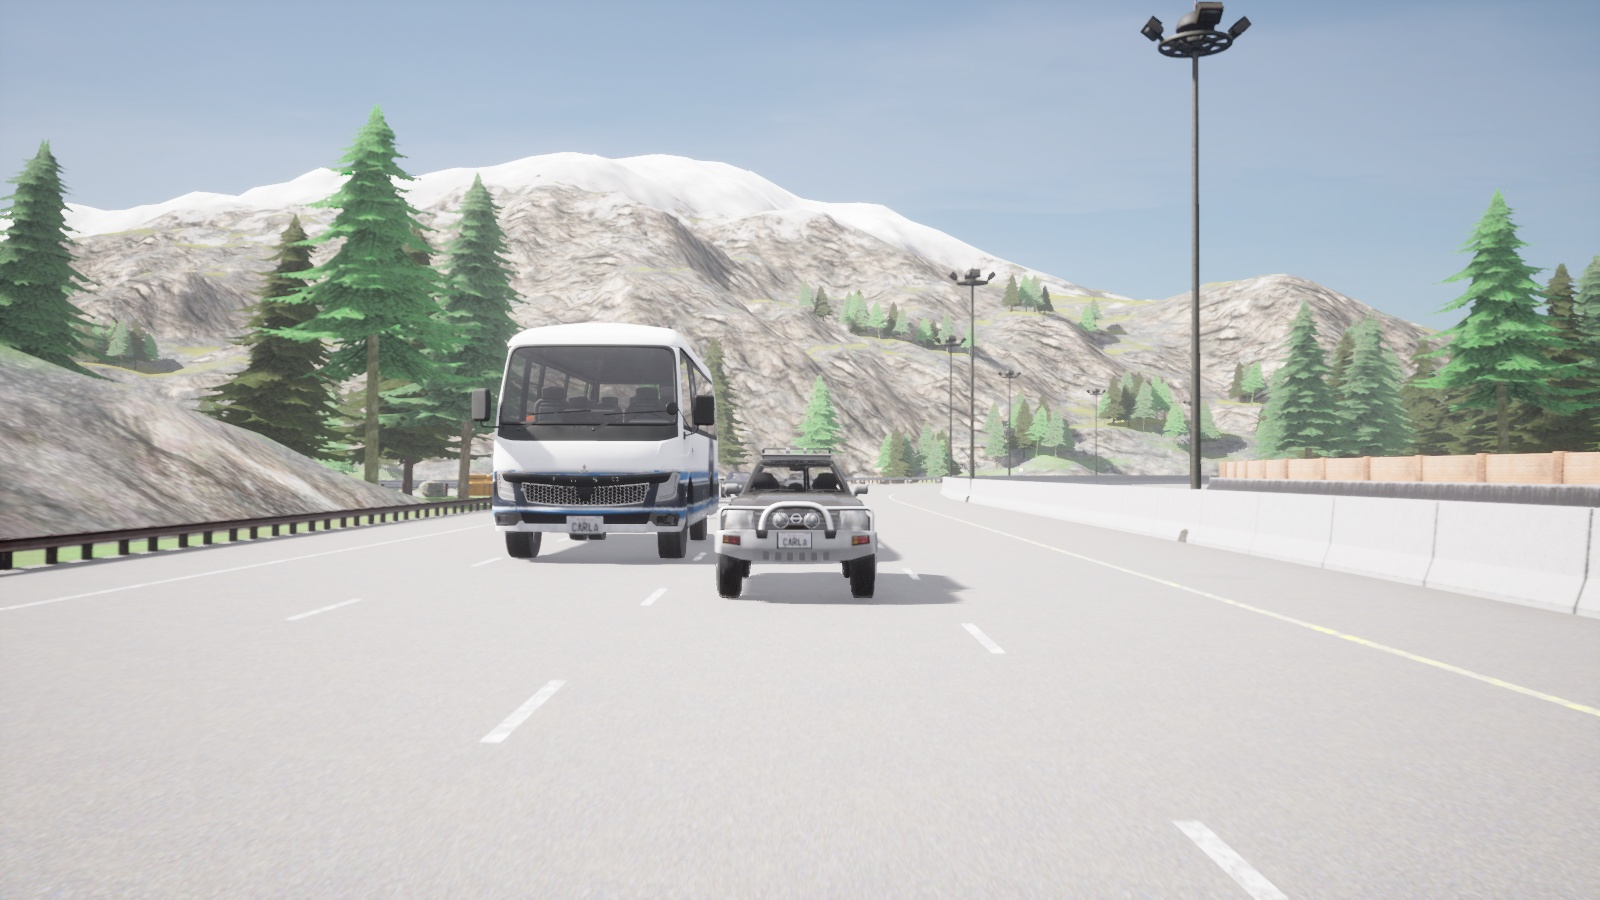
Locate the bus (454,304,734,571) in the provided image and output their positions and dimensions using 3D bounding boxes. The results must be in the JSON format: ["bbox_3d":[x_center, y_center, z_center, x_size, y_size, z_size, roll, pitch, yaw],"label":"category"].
[{"bbox_3d":[-3.567,-0.126,25.208,3.944,4.253,10.273,0,-1,0],"label":"bus"}]

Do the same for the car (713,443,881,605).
[{"bbox_3d":[-0.041,0.914,16.747,1.932,1.855,4.605,0,-2,0],"label":"car"}]

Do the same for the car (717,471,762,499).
[{"bbox_3d":[-3.477,1.997,72.537,2.128,1.511,4.902,0,-1,3],"label":"car"}]
